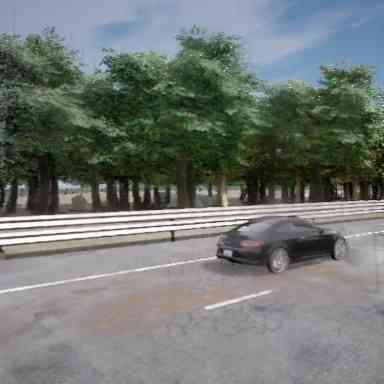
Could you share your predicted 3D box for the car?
[{"bbox_3d":[2.818,1.443,10.159,4.674,1.442,1.812,-1,0,-35],"label":"car"}]
